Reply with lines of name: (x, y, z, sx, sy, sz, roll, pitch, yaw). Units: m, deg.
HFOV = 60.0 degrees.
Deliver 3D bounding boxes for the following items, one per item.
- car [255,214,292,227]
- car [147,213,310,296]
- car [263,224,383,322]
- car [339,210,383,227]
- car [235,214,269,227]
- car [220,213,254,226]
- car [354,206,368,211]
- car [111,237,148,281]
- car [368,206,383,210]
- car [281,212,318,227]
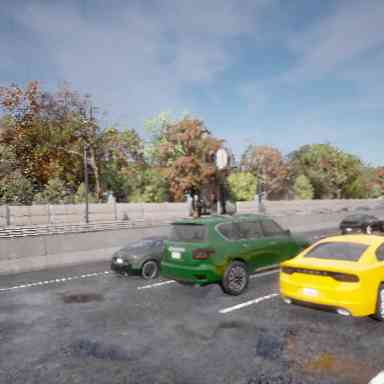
car: (9.988, 3.462, 40.682, 4.718, 1.301, 1.895, 0, -4, -40)
car: (1.636, 1.757, 10.440, 5.566, 2.045, 2.150, 0, -4, -40)
car: (4.123, 1.760, 7.949, 5.008, 1.535, 1.882, 0, -4, -40)
car: (12.530, 2.324, 24.268, 4.892, 1.490, 1.837, 0, -4, -40)
car: (7.858, 3.678, 43.454, 4.181, 1.385, 1.994, 0, -4, -40)
car: (6.370, 3.874, 46.768, 4.892, 1.490, 1.837, 0, -4, -40)
car: (37.437, 3.797, 73.111, 4.553, 1.767, 2.097, 0, -4, -40)
car: (-0.962, 2.351, 12.782, 4.181, 1.385, 1.994, 0, -4, -40)
car: (39.685, 3.713, 70.423, 4.674, 1.442, 1.812, 0, -4, -40)
car: (12.345, 3.134, 38.108, 4.674, 1.442, 1.812, 0, -4, -40)
